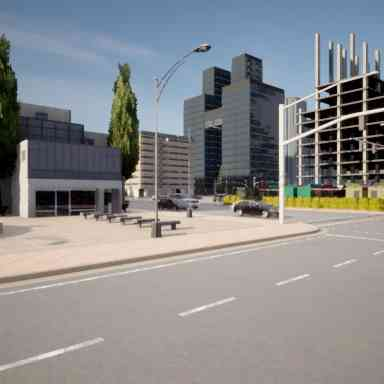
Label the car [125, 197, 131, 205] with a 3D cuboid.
[{"bbox_3d":[-12.564,1.478,58.434,1.882,1.535,5.008,0,0,-38],"label":"car"}]

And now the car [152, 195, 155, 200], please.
[{"bbox_3d":[-8.280,1.153,87.371,4.605,1.855,1.932,0,0,-40],"label":"car"}]

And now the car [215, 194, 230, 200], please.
[{"bbox_3d":[8.692,1.395,94.193,3.806,1.475,1.970,0,0,-40],"label":"car"}]

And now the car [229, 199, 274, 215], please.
[{"bbox_3d":[6.115,1.526,34.639,1.812,1.442,4.674,0,0,-38],"label":"car"}]

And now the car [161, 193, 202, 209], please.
[{"bbox_3d":[-1.288,1.219,43.996,2.150,2.045,5.566,0,0,-38],"label":"car"}]

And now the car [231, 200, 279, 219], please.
[{"bbox_3d":[5.810,1.491,29.340,2.128,1.511,4.902,0,0,-38],"label":"car"}]

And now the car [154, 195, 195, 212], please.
[{"bbox_3d":[-2.169,1.499,39.461,1.837,1.490,4.892,0,2,-38],"label":"car"}]

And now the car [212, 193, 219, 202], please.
[{"bbox_3d":[6.099,1.156,70.041,3.866,1.878,1.905,0,0,-40],"label":"car"}]

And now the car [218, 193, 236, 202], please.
[{"bbox_3d":[7.941,1.395,67.807,3.806,1.475,1.970,0,0,-40],"label":"car"}]
